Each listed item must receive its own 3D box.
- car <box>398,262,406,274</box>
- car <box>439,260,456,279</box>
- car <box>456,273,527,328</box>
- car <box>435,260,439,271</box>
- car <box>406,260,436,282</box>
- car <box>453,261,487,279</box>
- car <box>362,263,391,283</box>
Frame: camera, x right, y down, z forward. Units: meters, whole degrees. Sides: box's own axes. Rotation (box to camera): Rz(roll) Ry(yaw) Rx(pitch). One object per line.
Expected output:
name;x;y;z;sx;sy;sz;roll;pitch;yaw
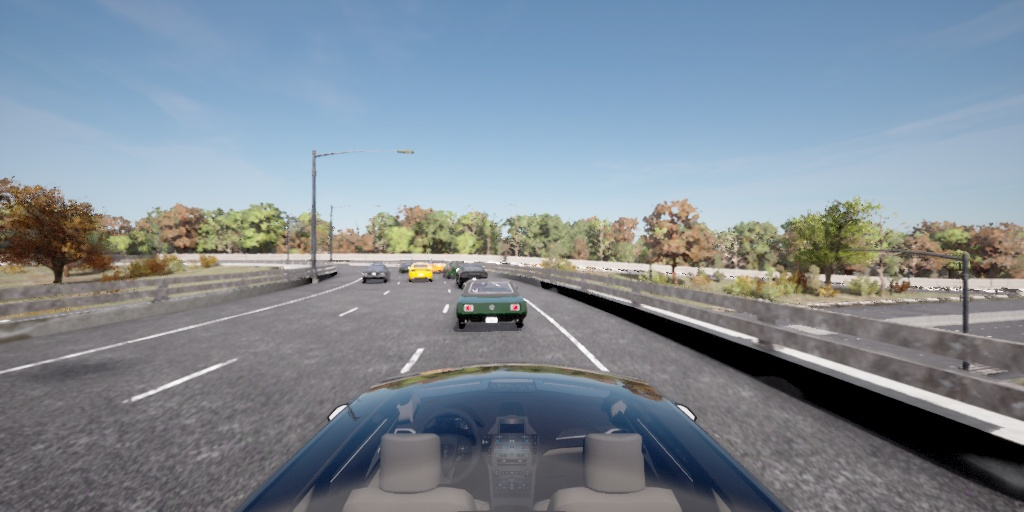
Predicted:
car;-13.259;1.496;45.480;1.994;1.385;4.181;0;0;-23
car;-5.544;1.235;35.035;2.097;1.767;4.553;0;0;-17
car;-0.735;1.389;11.565;1.895;1.301;4.718;0;0;-5
car;-9.902;1.283;46.537;2.097;1.767;4.553;0;0;-23
car;-7.964;1.349;31.115;1.882;1.535;5.008;0;0;-16
car;-2.796;1.318;24.559;1.882;1.535;5.008;0;0;-11
car;-11.036;1.416;29.395;2.033;1.411;5.357;0;0;-15
